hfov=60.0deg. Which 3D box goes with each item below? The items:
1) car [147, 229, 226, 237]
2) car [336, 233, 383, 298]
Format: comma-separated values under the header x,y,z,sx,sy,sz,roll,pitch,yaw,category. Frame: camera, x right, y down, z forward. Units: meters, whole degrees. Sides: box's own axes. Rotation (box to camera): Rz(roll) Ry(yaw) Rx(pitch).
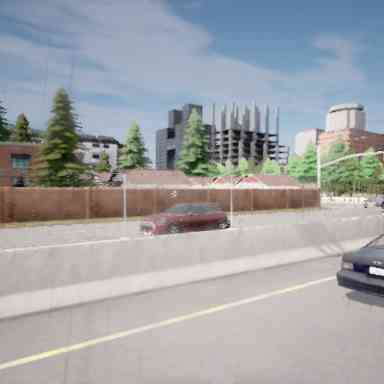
x,y,z,sx,sy,sz,roll,pitch,yaw,category
-0.317,1.319,16.654,4.553,1.767,2.097,0,0,-35,car
5.514,1.519,7.674,5.357,1.411,2.033,0,0,-36,car
